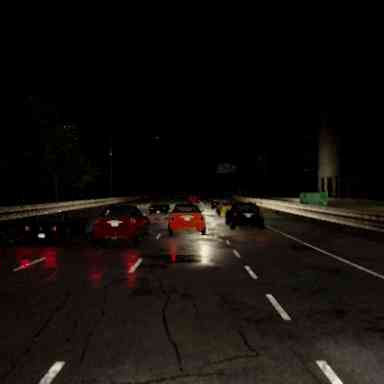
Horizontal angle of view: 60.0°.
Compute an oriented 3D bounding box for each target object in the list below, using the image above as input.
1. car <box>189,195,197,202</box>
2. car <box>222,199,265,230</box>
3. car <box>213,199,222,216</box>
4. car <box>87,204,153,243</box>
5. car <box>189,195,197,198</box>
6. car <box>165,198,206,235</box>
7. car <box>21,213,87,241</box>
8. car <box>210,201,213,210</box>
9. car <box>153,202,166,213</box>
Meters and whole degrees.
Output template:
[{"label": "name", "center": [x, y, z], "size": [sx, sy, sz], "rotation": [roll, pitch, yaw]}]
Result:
[{"label": "car", "center": [0.192, 1.487, 75.596], "size": [1.812, 1.442, 4.674], "rotation": [0, 0, 0]}, {"label": "car", "center": [3.445, 1.482, 22.411], "size": [2.097, 1.767, 4.553], "rotation": [0, 0, 0]}, {"label": "car", "center": [3.457, 1.552, 33.603], "size": [1.801, 1.575, 5.366], "rotation": [0, 0, 0]}, {"label": "car", "center": [-3.446, 1.483, 16.909], "size": [2.097, 1.767, 4.553], "rotation": [0, 0, 0]}, {"label": "car", "center": [0.149, 1.534, 61.514], "size": [1.812, 1.442, 4.674], "rotation": [0, 0, 1]}, {"label": "car", "center": [-0.305, 1.485, 20.178], "size": [2.097, 1.767, 4.553], "rotation": [0, 0, -1]}, {"label": "car", "center": [-6.949, 1.735, 17.585], "size": [1.895, 1.301, 4.718], "rotation": [0, 0, 0]}, {"label": "car", "center": [3.492, 1.609, 44.385], "size": [2.033, 1.411, 5.357], "rotation": [0, 0, 0]}, {"label": "car", "center": [-3.435, 1.691, 36.002], "size": [1.895, 1.301, 4.718], "rotation": [0, 0, 0]}]
